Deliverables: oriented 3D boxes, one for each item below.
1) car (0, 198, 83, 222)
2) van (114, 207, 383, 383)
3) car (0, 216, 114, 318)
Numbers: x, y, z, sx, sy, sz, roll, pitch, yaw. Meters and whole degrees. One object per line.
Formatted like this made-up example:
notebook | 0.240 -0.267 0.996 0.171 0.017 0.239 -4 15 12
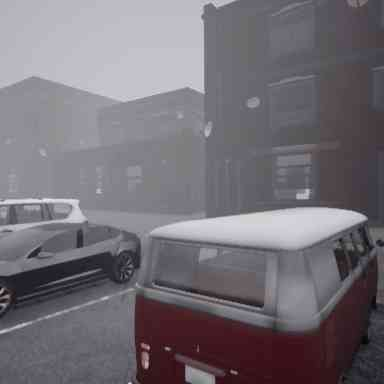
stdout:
car | -5.497 1.215 9.156 2.435 2.045 5.566 0 0 35
van | 1.325 1.250 4.468 1.878 1.987 4.442 0 0 35
car | -3.253 1.501 7.554 2.163 1.488 4.792 0 0 35
